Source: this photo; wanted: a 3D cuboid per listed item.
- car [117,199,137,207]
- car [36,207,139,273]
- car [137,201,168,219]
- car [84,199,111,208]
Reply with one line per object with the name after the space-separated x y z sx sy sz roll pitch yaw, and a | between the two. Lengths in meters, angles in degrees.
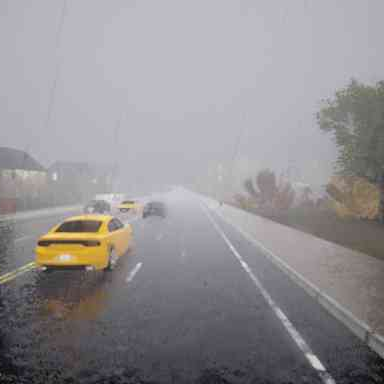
-6.518 1.510 34.559 1.882 1.535 5.008 0 0 0 | car
-3.156 1.478 10.734 1.882 1.535 5.008 0 0 0 | car
-3.166 1.541 29.152 2.033 1.411 5.357 0 0 0 | car
-9.768 1.524 34.555 2.128 1.511 4.902 0 0 0 | car
